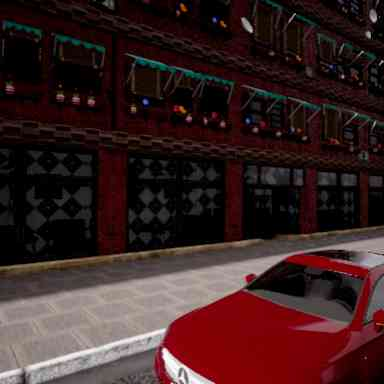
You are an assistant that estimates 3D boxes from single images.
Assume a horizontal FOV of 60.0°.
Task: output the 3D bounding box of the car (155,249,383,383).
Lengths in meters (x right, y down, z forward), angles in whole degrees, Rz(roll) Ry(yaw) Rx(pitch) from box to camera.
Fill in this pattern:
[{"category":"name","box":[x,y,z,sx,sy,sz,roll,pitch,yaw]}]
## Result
[{"category":"car","box":[1.791,1.539,4.232,4.674,1.442,1.812,0,0,-36]}]
